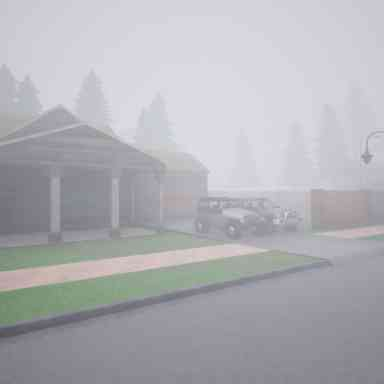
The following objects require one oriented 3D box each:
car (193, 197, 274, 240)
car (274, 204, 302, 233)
[{"bbox_3d":[1.715,1.176,16.118,1.905,1.878,3.866,0,0,-36],"label":"car"},{"bbox_3d":[3.525,1.174,17.906,1.932,1.855,4.605,0,0,-36],"label":"car"}]
